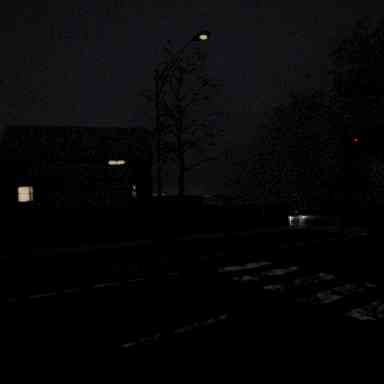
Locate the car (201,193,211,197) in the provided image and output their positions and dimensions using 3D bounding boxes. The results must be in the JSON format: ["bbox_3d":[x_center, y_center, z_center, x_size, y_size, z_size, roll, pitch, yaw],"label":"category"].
[{"bbox_3d":[3.884,0.940,63.203,2.097,1.767,4.553,-2,1,-15],"label":"car"}]

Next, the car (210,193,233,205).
[{"bbox_3d":[4.772,1.246,48.744,1.882,1.535,5.008,-2,1,-15],"label":"car"}]

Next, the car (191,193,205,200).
[{"bbox_3d":[1.318,0.940,72.934,1.895,1.301,4.718,-2,1,-15],"label":"car"}]

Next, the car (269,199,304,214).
[{"bbox_3d":[8.906,1.441,33.023,2.033,1.411,5.357,-2,1,-15],"label":"car"}]

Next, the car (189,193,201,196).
[{"bbox_3d":[0.232,1.107,66.275,1.882,1.535,5.008,-2,1,-15],"label":"car"}]
